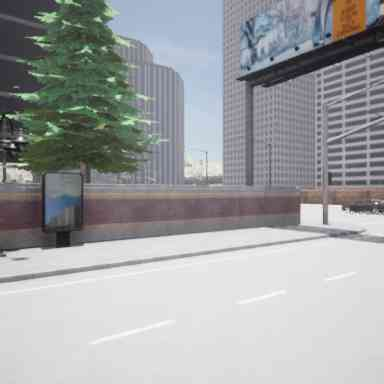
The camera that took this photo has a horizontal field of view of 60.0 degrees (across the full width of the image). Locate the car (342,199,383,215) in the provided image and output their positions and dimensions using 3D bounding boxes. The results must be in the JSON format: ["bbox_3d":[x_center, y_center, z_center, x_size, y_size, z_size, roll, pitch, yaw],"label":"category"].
[{"bbox_3d":[17.795,1.475,33.951,1.837,1.490,4.892,1,0,-34],"label":"car"}]
